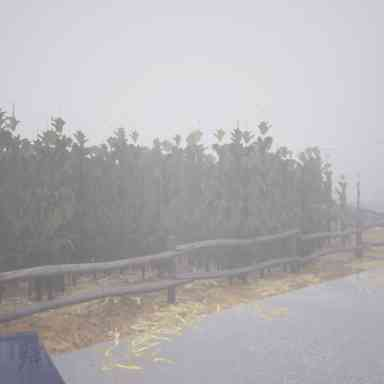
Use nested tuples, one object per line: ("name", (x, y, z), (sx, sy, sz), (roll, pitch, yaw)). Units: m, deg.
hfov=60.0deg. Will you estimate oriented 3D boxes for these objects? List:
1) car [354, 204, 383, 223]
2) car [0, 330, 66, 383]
("car", (11.833, 1.556, 24.732), (1.994, 1.385, 4.181), (0, 0, -35))
("car", (-2.970, 1.602, 1.360), (4.718, 1.301, 1.895), (0, 0, -35))
